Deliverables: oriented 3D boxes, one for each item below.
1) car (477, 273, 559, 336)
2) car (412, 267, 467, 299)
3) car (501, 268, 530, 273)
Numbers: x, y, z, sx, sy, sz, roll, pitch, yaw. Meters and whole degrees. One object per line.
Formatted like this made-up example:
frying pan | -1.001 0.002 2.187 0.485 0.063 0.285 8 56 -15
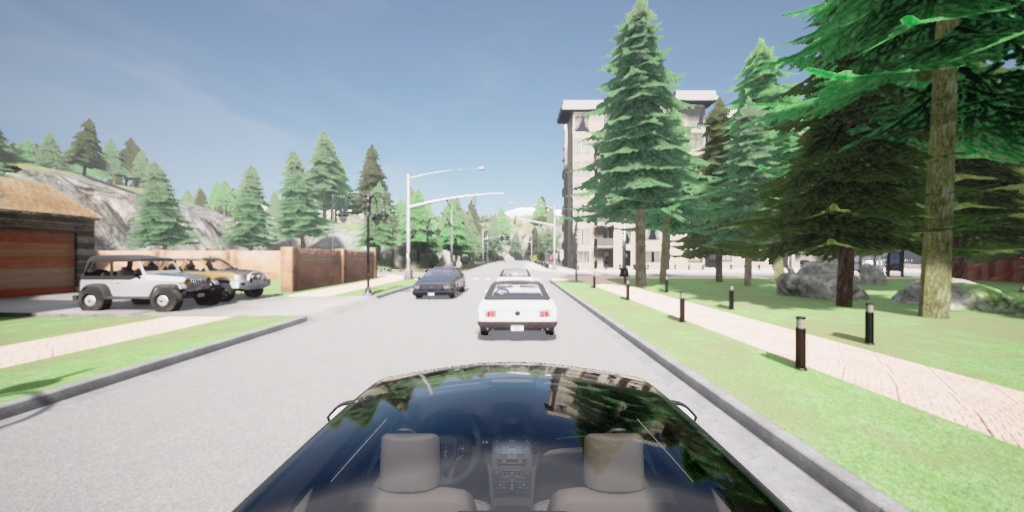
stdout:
car | 0.137 1.331 10.312 1.895 1.301 4.718 0 0 0
car | -3.471 1.260 18.183 2.033 1.411 5.357 0 0 1
car | 0.174 1.310 19.480 1.895 1.301 4.718 0 0 0
